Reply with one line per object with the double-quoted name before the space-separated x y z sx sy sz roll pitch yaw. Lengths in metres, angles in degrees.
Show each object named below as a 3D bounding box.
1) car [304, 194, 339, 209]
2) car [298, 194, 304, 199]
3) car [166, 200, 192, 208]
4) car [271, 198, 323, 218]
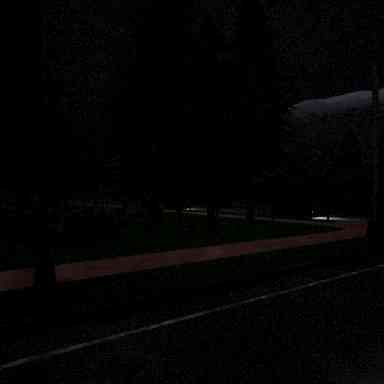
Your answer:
"car" 16.764 1.160 42.243 4.605 1.855 1.932 0 0 -37
"car" 14.947 1.162 44.024 3.866 1.878 1.905 0 0 -37
"car" -1.901 1.550 45.589 1.994 1.385 4.181 0 0 -37
"car" 9.329 1.550 30.563 1.994 1.385 4.181 0 0 -37
